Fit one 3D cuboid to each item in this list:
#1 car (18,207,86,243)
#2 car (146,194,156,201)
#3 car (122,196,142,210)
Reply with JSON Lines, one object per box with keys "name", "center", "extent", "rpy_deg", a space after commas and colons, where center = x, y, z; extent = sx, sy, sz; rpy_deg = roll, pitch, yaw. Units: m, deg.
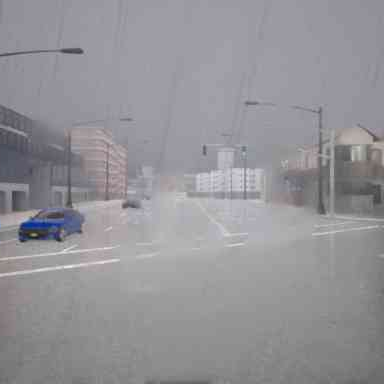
{"name": "car", "center": [-6.807, 1.543, 16.667], "extent": [1.882, 1.535, 5.008], "rpy_deg": [0, 0, -2]}
{"name": "car", "center": [-8.222, 1.081, 67.383], "extent": [2.033, 1.411, 5.357], "rpy_deg": [0, 0, -2]}
{"name": "car", "center": [-7.503, 1.497, 41.610], "extent": [1.895, 1.301, 4.718], "rpy_deg": [0, 1, -2]}
